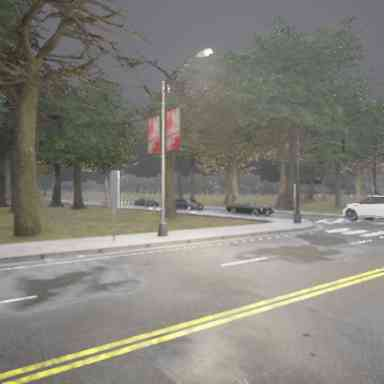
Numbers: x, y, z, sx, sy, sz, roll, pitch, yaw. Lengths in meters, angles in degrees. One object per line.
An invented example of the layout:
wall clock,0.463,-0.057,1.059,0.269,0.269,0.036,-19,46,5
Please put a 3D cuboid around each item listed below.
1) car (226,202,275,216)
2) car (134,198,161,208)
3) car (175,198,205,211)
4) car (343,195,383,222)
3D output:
car,5.457,1.595,31.423,1.895,1.301,4.718,0,0,-36
car,-6.603,1.523,48.323,2.033,1.411,5.357,0,0,-36
car,-0.465,1.488,39.713,1.837,1.490,4.892,0,0,-36
car,13.852,1.238,24.269,2.150,2.045,5.566,1,0,-26
